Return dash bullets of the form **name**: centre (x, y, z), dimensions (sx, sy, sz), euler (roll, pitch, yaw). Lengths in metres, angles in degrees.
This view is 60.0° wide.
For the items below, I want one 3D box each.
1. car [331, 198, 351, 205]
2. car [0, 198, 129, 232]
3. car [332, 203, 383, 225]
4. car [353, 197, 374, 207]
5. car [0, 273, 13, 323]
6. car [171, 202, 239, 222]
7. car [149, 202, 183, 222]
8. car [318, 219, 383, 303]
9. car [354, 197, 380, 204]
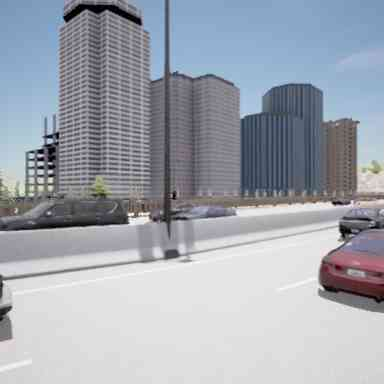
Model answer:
- **car**: centre (25.143, 1.723, 56.043), dimensions (1.895, 1.301, 4.718), euler (0, 0, 42)
- **car**: centre (-5.222, 1.277, 13.385), dimensions (5.566, 2.045, 2.150), euler (0, 0, -38)
- **car**: centre (8.971, 1.525, 16.565), dimensions (2.128, 1.511, 4.902), euler (0, 0, 45)
- **car**: centre (27.841, 1.586, 53.824), dimensions (1.882, 1.535, 5.008), euler (0, 0, 42)
- **car**: centre (-5.121, 1.628, 4.511), dimensions (4.718, 1.301, 1.895), euler (0, 0, -35)
- **car**: centre (1.126, 1.621, 23.693), dimensions (2.033, 1.411, 5.357), euler (0, 0, 45)
- **car**: centre (-1.181, 1.593, 26.395), dimensions (1.837, 1.490, 4.892), euler (0, 0, 44)
- **car**: centre (4.801, 1.580, 7.887), dimensions (4.181, 1.385, 1.994), euler (0, 0, -40)
- **car**: centre (22.337, 1.436, 42.267), dimensions (2.097, 1.767, 4.553), euler (0, 0, 41)
